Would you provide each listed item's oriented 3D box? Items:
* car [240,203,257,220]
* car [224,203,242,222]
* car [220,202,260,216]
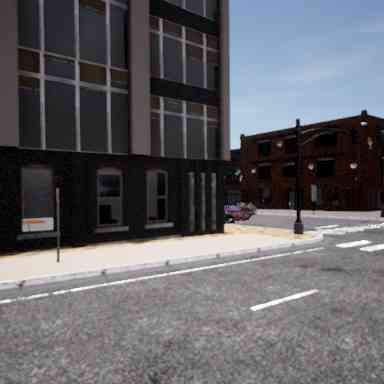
[{"bbox_3d":[3.545,1.903,30.903,1.994,1.385,4.181,-1,0,-37],"label":"car"},{"bbox_3d":[1.824,1.922,28.640,1.947,1.339,4.313,-2,0,-37],"label":"car"},{"bbox_3d":[5.456,1.902,38.231,2.008,1.369,4.403,-2,0,-37],"label":"car"}]
